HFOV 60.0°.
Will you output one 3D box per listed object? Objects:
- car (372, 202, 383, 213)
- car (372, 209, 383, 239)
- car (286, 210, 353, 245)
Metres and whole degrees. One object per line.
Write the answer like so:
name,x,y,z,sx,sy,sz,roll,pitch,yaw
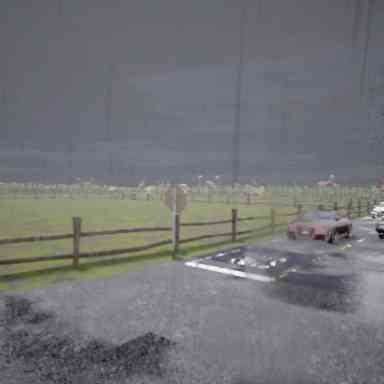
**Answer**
car,17.235,1.615,29.291,1.812,1.442,4.674,2,1,39
car,10.749,1.674,16.747,1.895,1.301,4.718,2,1,40
car,6.089,1.551,15.681,1.994,1.385,4.181,2,1,40
